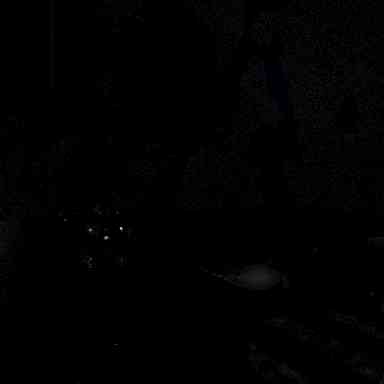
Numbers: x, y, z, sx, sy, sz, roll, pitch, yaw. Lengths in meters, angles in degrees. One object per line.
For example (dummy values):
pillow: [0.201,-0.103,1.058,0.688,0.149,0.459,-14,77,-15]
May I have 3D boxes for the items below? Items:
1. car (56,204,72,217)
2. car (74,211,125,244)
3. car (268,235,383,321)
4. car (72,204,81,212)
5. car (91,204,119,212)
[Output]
car: [-16.643,2.414,41.572,2.033,1.411,5.357,0,-1,-26]
car: [-5.023,1.894,17.721,1.895,1.301,4.718,0,-1,-26]
car: [3.523,1.613,7.022,1.994,1.385,4.181,0,-1,-26]
car: [-18.702,2.599,52.231,2.128,1.511,4.902,0,-2,-26]
car: [-8.189,1.921,30.848,2.097,1.767,4.553,0,-1,-26]
